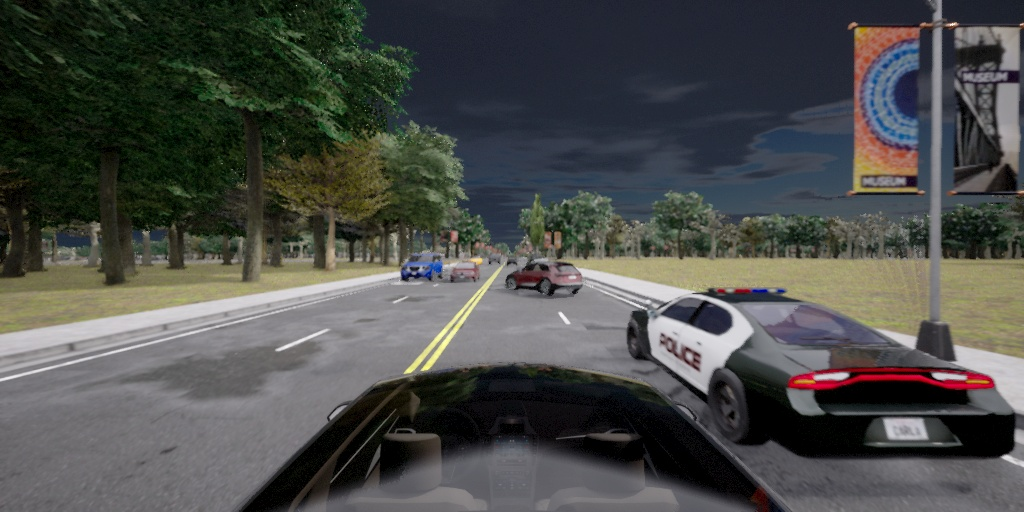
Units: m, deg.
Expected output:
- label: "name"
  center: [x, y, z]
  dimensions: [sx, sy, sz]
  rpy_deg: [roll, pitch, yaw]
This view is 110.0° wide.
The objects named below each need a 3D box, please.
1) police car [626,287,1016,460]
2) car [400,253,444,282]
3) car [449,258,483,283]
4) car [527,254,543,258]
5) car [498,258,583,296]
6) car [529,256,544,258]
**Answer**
- label: "police car"
  center: [3.251, 1.233, 5.371]
  dimensions: [2.038, 1.542, 4.974]
  rpy_deg: [0, 0, 0]
- label: "car"
  center: [-6.591, 0.820, 26.944]
  dimensions: [2.150, 2.045, 5.566]
  rpy_deg: [0, 0, 0]
- label: "car"
  center: [-3.341, 1.125, 26.333]
  dimensions: [1.812, 1.442, 4.674]
  rpy_deg: [0, 0, 0]
- label: "car"
  center: [3.263, 0.688, 49.398]
  dimensions: [2.150, 2.045, 5.566]
  rpy_deg: [0, 0, 0]
- label: "car"
  center: [1.578, 1.076, 18.681]
  dimensions: [2.033, 1.649, 4.856]
  rpy_deg: [0, 0, -34]
- label: "car"
  center: [3.260, 1.033, 38.400]
  dimensions: [2.163, 1.488, 4.792]
  rpy_deg: [0, 0, 0]
